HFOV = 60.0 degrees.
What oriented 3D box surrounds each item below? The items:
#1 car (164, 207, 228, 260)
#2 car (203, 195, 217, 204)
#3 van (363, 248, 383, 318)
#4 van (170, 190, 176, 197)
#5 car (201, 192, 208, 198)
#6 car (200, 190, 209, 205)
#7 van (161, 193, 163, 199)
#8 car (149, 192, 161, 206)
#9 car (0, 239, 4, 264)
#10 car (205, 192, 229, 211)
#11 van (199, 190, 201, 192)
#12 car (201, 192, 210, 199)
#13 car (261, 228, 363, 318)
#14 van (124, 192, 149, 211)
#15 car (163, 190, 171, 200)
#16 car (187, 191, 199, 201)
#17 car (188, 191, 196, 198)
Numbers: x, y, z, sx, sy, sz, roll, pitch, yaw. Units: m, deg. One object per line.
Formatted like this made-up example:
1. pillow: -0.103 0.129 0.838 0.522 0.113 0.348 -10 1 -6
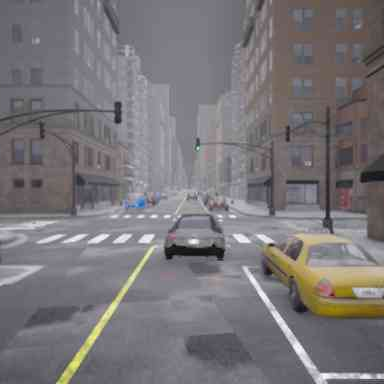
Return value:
1. car: 0.192 1.454 12.059 1.994 1.385 4.181 0 1 4
2. car: 2.663 1.095 51.104 1.947 1.339 4.313 0 1 0
3. van: 2.668 1.326 1.484 1.690 1.788 3.998 0 1 0
4. van: -5.866 0.450 90.187 1.690 1.788 3.998 0 1 0
5. car: 3.139 0.701 84.170 1.812 1.442 4.674 0 1 0
6. car: 2.664 0.898 45.517 2.192 1.841 5.009 0 1 0
7. van: -5.862 0.870 51.086 1.690 1.788 3.998 0 1 0
8. car: -5.862 0.899 45.501 2.192 1.841 5.009 0 1 0
9. car: -5.858 1.485 7.136 2.008 1.369 4.403 0 1 0
10. car: 2.665 1.128 34.348 1.967 1.590 4.097 0 1 0
11. van: 2.663 0.755 62.272 1.690 1.788 3.998 0 1 0
12. car: 3.137 0.756 77.170 1.837 1.490 4.892 0 1 0
13. car: 2.667 1.458 7.325 1.752 1.417 4.829 0 1 0
14. van: -5.861 1.030 34.329 1.690 1.788 3.998 0 1 0
15. car: -5.863 0.899 67.847 1.887 1.381 4.507 0 1 0
16. car: 0.033 0.750 63.845 2.097 1.767 4.553 0 1 0
17. car: -0.008 0.629 75.344 1.812 1.442 4.674 0 1 0
